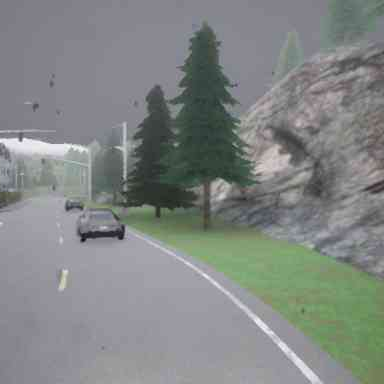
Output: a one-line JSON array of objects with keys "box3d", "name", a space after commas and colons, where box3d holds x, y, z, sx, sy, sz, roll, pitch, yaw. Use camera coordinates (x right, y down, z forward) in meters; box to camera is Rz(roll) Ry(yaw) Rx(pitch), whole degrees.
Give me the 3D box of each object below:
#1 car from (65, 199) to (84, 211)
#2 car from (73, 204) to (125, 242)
[{"box3d": [-13.504, 1.439, 38.038, 1.895, 1.301, 4.718, -1, 0, -23], "name": "car"}, {"box3d": [-4.493, 1.486, 16.115, 1.994, 1.385, 4.181, -1, 0, -21], "name": "car"}]
